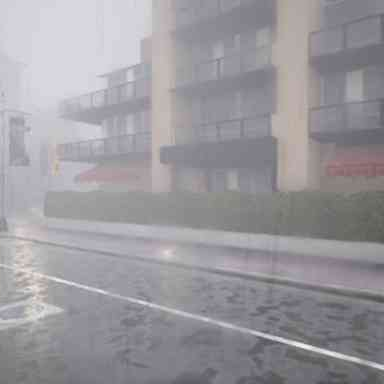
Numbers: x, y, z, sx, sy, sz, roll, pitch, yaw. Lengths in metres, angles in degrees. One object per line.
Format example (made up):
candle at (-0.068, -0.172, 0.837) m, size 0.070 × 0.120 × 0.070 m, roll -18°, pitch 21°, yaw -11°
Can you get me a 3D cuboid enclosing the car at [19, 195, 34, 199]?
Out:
car at (-37.907, 1.469, 73.657) m, size 4.892 × 1.521 × 2.231 m, roll 0°, pitch 0°, yaw 36°
